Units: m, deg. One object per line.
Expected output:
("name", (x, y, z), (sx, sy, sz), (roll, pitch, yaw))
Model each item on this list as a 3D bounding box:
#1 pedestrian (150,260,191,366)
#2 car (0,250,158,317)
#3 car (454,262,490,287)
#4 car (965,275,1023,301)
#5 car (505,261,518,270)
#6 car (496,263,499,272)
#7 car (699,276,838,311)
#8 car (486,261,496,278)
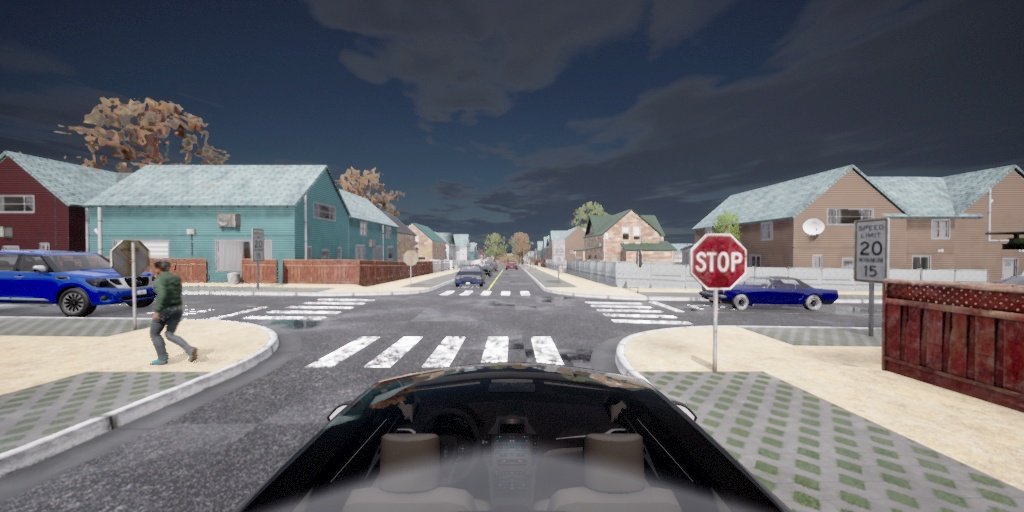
("pedestrian", (-5.817, 0.895, 6.029), (0.375, 1.860, 0.375), (-1, 1, 0))
("car", (-15.128, 0.824, 11.960), (5.566, 2.045, 2.150), (1, 1, 0))
("car", (-2.840, 1.336, 25.233), (2.033, 1.411, 5.357), (0, 0, -1))
("car", (22.073, 1.538, 14.969), (5.008, 1.535, 1.882), (1, 1, 0))
("car", (-0.052, 1.497, 56.844), (1.812, 1.442, 4.674), (0, 0, 0))
("car", (-2.878, 1.403, 48.296), (1.837, 1.490, 4.892), (0, 1, 0))
("car", (10.476, 1.501, 14.918), (4.718, 1.301, 1.895), (1, 1, -1))
("car", (-2.881, 1.427, 35.275), (1.895, 1.301, 4.718), (0, 0, 0))
